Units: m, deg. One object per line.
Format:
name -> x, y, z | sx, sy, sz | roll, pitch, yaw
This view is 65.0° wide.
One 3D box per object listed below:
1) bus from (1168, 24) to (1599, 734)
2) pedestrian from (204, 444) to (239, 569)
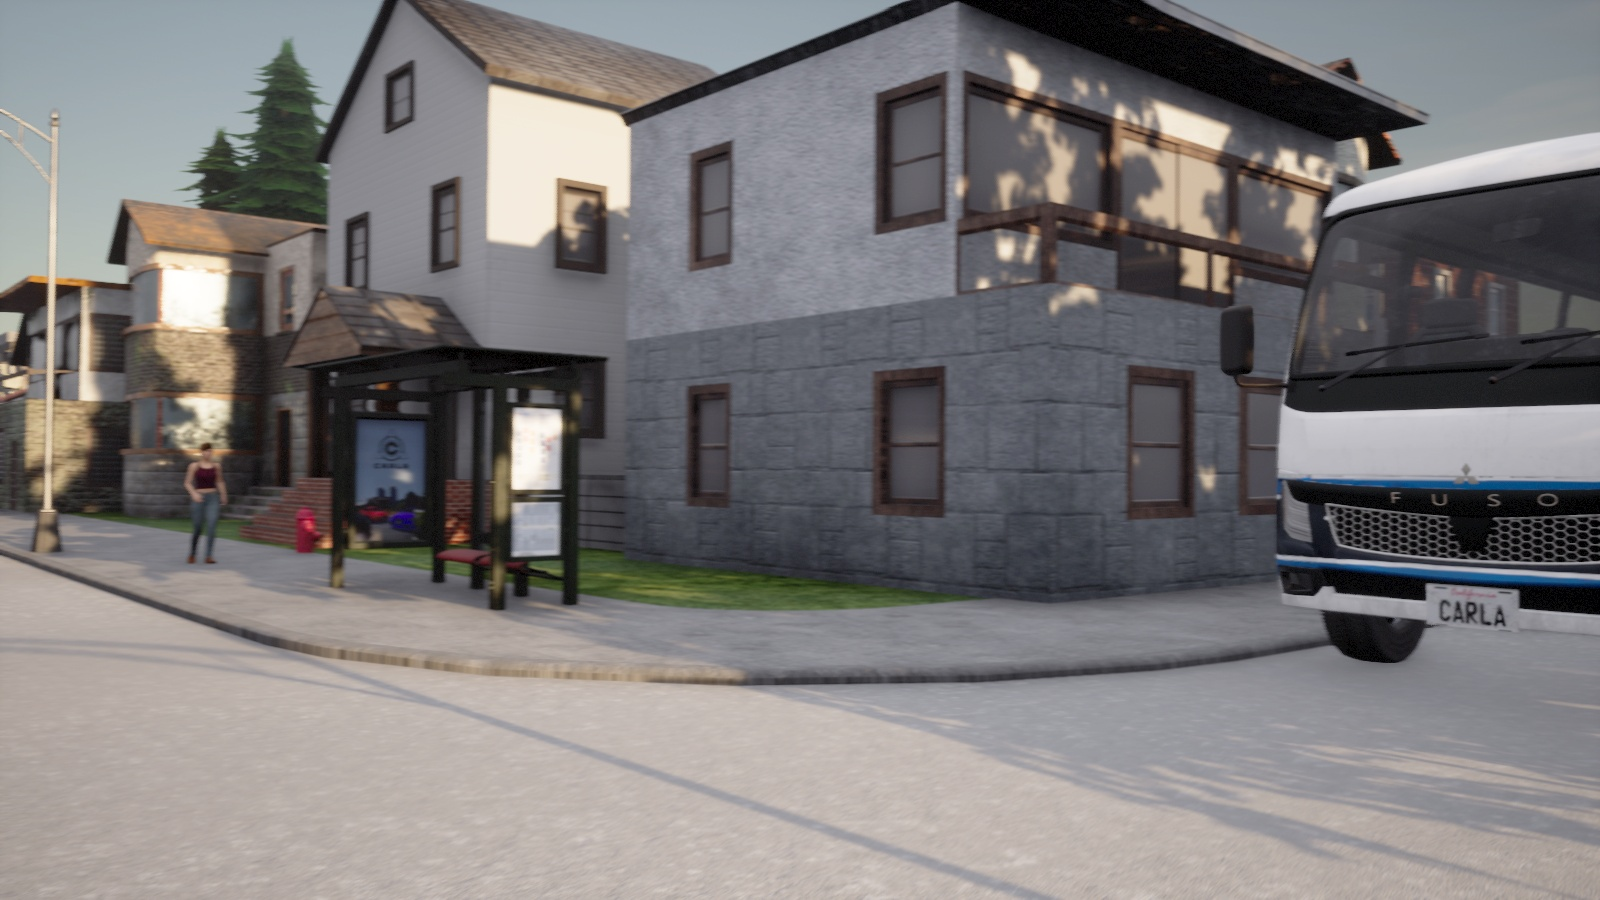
bus -> 8.088, -0.358, 11.580 | 10.273, 4.253, 3.944 | 1, -1, -40
pedestrian -> -8.652, 0.838, 18.788 | 0.345, 1.836, 0.594 | 1, -1, -37
